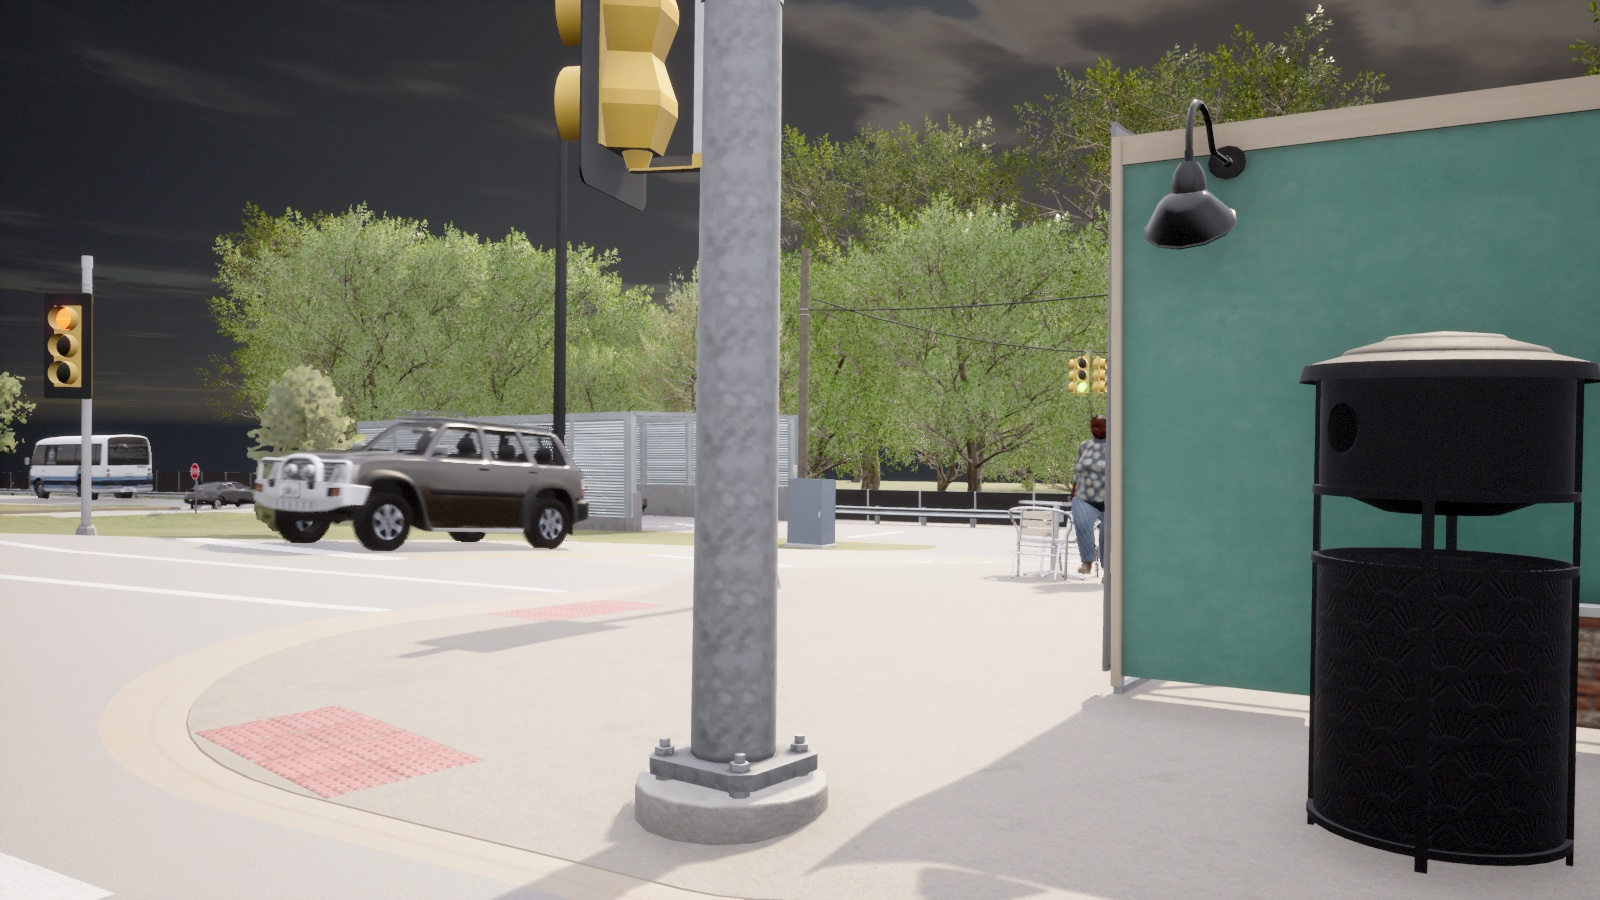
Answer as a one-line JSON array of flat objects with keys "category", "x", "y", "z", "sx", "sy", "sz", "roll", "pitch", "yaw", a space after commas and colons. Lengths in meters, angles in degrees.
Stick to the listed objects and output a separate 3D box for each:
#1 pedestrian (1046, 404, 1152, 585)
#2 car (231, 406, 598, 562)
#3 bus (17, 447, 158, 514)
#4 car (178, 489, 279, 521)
[{"category": "pedestrian", "x": 3.203, "y": 0.445, "z": 13.436, "sx": 0.874, "sy": 1.855, "sz": 0.900, "roll": 0, "pitch": 1, "yaw": 30}, {"category": "car", "x": -5.120, "y": 0.507, "z": 17.350, "sx": 1.932, "sy": 1.855, "sz": 4.605, "roll": 0, "pitch": -3, "yaw": 34}, {"category": "bus", "x": -48.173, "y": 2.053, "z": 84.752, "sx": 10.273, "sy": 4.253, "sz": 3.944, "roll": -2, "pitch": 0, "yaw": 34}, {"category": "car", "x": -31.581, "y": 3.034, "z": 69.517, "sx": 2.128, "sy": 1.511, "sz": 4.902, "roll": -1, "pitch": 0, "yaw": 24}]
